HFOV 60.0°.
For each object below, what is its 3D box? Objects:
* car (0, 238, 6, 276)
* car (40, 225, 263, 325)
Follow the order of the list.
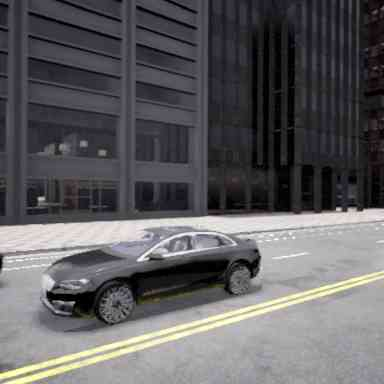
[{"bbox_3d":[-6.727,1.464,6.868,5.008,1.535,1.882,1,0,-36],"label":"car"},{"bbox_3d":[-0.604,1.524,7.251,4.902,1.511,2.128,1,0,-36],"label":"car"}]
